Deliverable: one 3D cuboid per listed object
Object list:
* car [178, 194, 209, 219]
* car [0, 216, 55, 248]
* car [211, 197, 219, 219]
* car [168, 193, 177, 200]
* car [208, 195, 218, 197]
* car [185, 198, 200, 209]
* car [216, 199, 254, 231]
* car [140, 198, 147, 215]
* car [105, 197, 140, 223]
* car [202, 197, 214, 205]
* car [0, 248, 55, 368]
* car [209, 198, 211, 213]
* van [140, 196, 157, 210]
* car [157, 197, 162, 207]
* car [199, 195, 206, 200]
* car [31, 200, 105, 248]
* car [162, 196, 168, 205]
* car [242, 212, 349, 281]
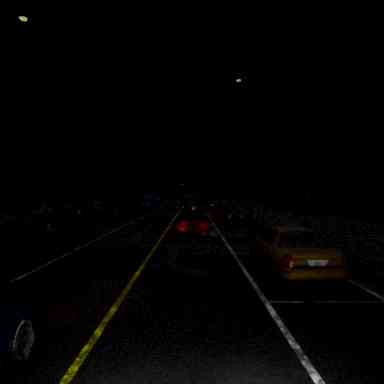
[{"bbox_3d":[0.105,1.342,28.828,2.097,1.767,4.553,0,0,0],"label":"car"},{"bbox_3d":[-5.763,1.577,9.453,1.802,1.307,4.206,0,0,0],"label":"car"},{"bbox_3d":[2.766,1.429,25.717,1.967,1.590,4.097,0,0,0],"label":"car"},{"bbox_3d":[-5.742,1.516,90.147,2.008,1.369,4.403,0,0,0],"label":"car"},{"bbox_3d":[2.771,1.513,42.162,1.752,1.417,4.829,0,0,0],"label":"car"},{"bbox_3d":[0.113,1.551,45.684,1.994,1.385,4.181,0,0,0],"label":"car"},{"bbox_3d":[2.764,1.430,20.292,1.967,1.590,4.097,0,0,0],"label":"car"},{"bbox_3d":[-5.758,1.534,31.157,1.887,1.381,4.507,0,0,0],"label":"car"},{"bbox_3d":[-5.760,1.305,25.731,2.192,1.841,5.009,0,0,0],"label":"car"},{"bbox_3d":[2.775,1.550,58.268,1.947,1.339,4.313,0,0,0],"label":"car"},{"bbox_3d":[-3.085,1.599,2.992,1.895,1.301,4.718,0,0,0],"label":"car"},{"bbox_3d":[2.766,1.533,31.142,1.887,1.381,4.507,0,0,0],"label":"car"},{"bbox_3d":[-5.756,1.330,42.009,1.690,1.788,3.998,0,0,0],"label":"van"},{"bbox_3d":[-5.754,1.428,47.435,1.967,1.590,4.097,0,0,0],"label":"car"},{"bbox_3d":[2.784,1.531,90.125,1.947,1.339,4.313,0,0,0],"label":"car"},{"bbox_3d":[-5.762,1.307,14.879,2.192,1.841,5.009,0,0,0],"label":"car"},{"bbox_3d":[-5.750,1.566,58.288,1.802,1.307,4.206,0,0,0],"label":"car"},{"bbox_3d":[2.762,1.519,9.612,1.752,1.417,4.829,0,0,0],"label":"car"}]
